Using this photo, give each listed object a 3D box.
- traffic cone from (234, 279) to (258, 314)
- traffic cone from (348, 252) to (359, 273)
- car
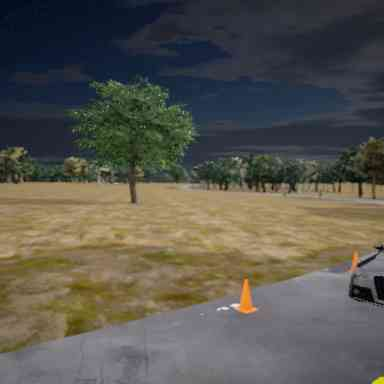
[{"bbox_3d":[1.056,1.995,6.472,0.340,0.580,0.340,1,0,-39],"label":"traffic cone"},{"bbox_3d":[4.755,2.039,9.639,0.340,0.580,0.340,1,0,-42],"label":"traffic cone"},{"bbox_3d":[5.149,1.639,7.252,4.181,1.385,1.994,1,0,-42],"label":"car"}]
